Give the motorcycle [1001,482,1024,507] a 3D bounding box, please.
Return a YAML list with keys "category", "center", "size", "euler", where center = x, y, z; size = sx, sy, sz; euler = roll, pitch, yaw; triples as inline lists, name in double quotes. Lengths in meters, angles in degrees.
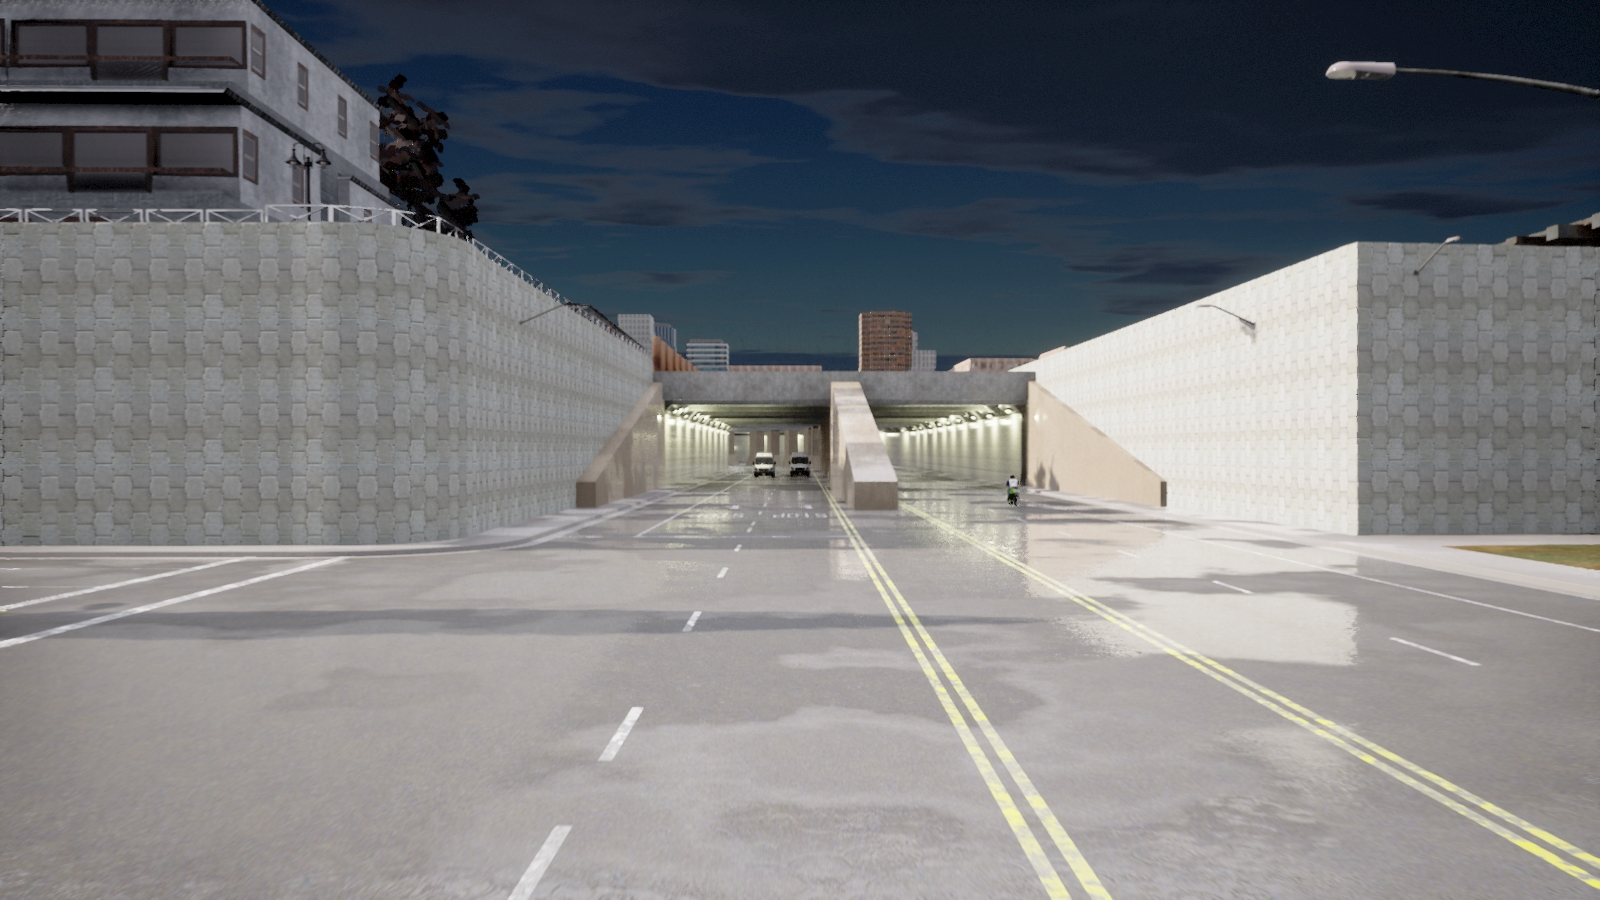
- category: "motorcycle"
  center: [10.476, 2.179, 56.389]
  size: [0.803, 1.145, 2.033]
  euler: [0, 0, 0]
